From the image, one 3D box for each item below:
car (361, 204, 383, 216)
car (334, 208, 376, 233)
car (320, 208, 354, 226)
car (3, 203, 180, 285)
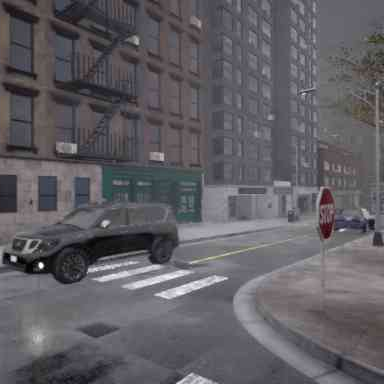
[{"bbox_3d":[23.650,2.304,43.552,1.994,1.385,4.181,0,-1,38],"label":"car"},{"bbox_3d":[11.992,1.932,24.258,2.097,1.767,4.553,0,-2,38],"label":"car"},{"bbox_3d":[13.624,2.273,31.053,1.812,1.442,4.674,0,-2,38],"label":"car"},{"bbox_3d":[-2.723,1.368,10.466,2.150,2.045,5.566,0,-1,39],"label":"car"}]
